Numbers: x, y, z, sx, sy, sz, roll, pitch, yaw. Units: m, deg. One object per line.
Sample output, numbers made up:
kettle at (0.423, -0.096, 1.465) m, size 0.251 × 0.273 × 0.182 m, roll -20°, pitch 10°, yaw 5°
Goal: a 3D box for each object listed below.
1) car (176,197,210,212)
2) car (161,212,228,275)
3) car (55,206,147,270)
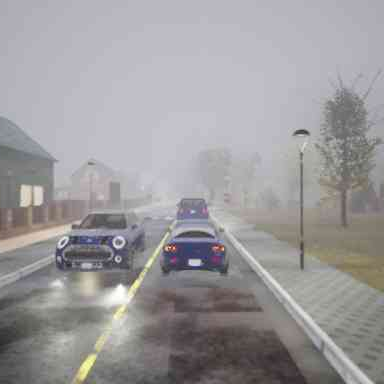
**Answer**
car at (0.071, 1.353, 23.059) m, size 2.150 × 2.045 × 5.566 m, roll 0°, pitch -1°, yaw 0°
car at (0.084, 1.583, 10.521) m, size 1.812 × 1.442 × 4.674 m, roll 0°, pitch 0°, yaw 0°
car at (-2.839, 1.414, 11.243) m, size 2.097 × 1.767 × 4.553 m, roll 0°, pitch 0°, yaw 0°
